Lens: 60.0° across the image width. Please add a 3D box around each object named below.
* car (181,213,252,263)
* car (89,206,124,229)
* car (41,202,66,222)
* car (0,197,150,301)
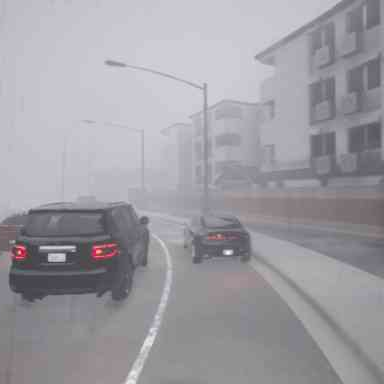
[{"bbox_3d":[0.763,1.534,12.173,1.837,1.490,4.892,0,0,-7],"label":"car"},{"bbox_3d":[-6.204,1.719,23.732,1.895,1.301,4.718,0,0,-21],"label":"car"},{"bbox_3d":[-12.237,1.686,29.420,1.837,1.490,4.892,0,0,-22],"label":"car"},{"bbox_3d":[-2.430,1.266,8.611,2.150,2.045,5.566,0,0,-1],"label":"car"}]
